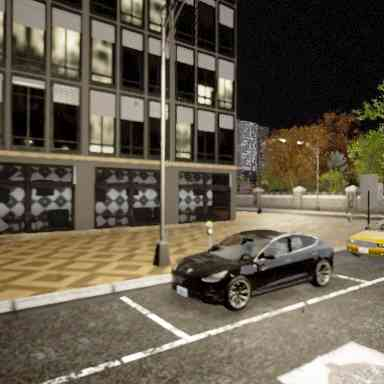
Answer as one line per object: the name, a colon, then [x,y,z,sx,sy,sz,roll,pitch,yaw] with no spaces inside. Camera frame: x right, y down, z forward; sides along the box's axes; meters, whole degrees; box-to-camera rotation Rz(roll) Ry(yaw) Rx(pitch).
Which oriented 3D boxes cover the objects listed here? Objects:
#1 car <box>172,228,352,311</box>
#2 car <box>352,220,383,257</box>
car: [1.583,1.575,7.785,4.313,1.339,1.947,0,0,-35]
car: [7.445,1.545,12.024,4.829,1.417,1.752,0,0,-35]
